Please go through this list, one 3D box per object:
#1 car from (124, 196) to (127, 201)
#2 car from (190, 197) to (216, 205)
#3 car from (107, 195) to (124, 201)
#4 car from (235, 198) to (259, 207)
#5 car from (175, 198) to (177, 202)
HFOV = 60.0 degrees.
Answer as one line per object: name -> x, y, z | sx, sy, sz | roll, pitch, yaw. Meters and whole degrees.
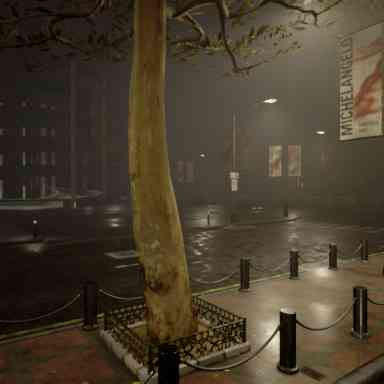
car -> -18.057, 1.464, 80.764 | 4.674, 1.442, 1.812 | 0, 0, 12
car -> 1.868, 1.547, 58.035 | 2.033, 1.411, 5.357 | 0, 0, -38
car -> -19.016, 1.474, 77.398 | 4.674, 1.442, 1.812 | 0, 0, 12
car -> 8.018, 1.564, 49.571 | 1.994, 1.385, 4.181 | 0, 0, -35
car -> -5.086, 1.478, 65.904 | 5.008, 1.535, 1.882 | 0, 0, 41
